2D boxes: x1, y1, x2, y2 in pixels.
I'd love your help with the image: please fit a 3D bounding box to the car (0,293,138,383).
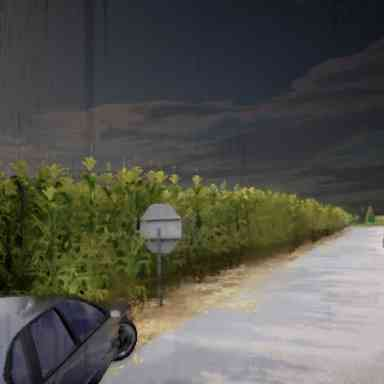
[{"bbox_3d":[-2.116,2.006,3.991,2.033,1.411,5.357,-3,-5,2],"label":"car"}]
